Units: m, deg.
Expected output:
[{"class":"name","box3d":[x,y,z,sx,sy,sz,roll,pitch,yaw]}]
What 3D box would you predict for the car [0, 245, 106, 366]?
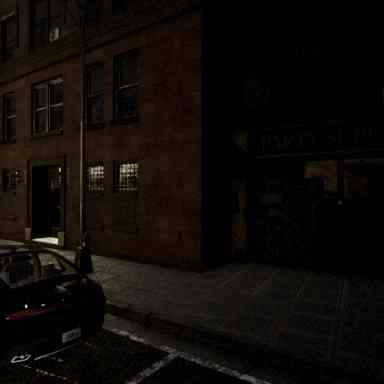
[{"class":"car","box3d":[-3.274,1.551,5.434,4.403,1.369,2.008,0,0,36]}]
